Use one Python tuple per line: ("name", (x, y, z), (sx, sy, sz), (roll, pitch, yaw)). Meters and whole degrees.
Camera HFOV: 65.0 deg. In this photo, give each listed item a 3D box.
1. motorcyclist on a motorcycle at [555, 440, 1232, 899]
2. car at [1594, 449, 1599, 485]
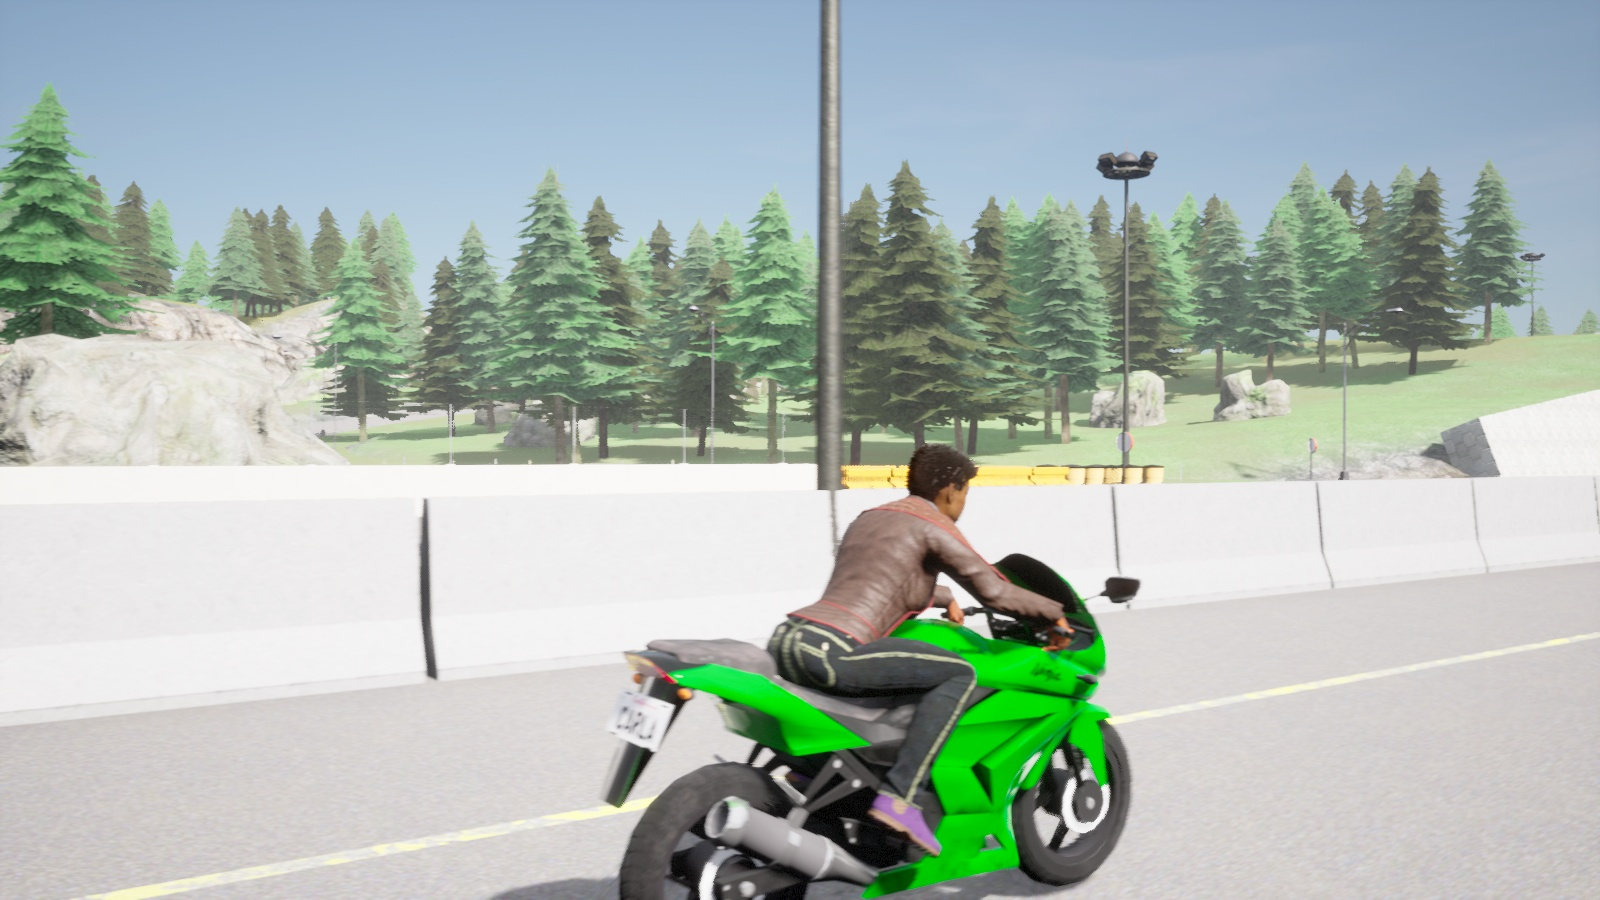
("motorcyclist on a motorcycle", (0.361, 0.736, 3.910), (2.044, 1.523, 0.797), (-1, 0, -35))
("car", (37.709, 0.741, 55.826), (5.366, 1.575, 1.801), (0, 0, -30))
